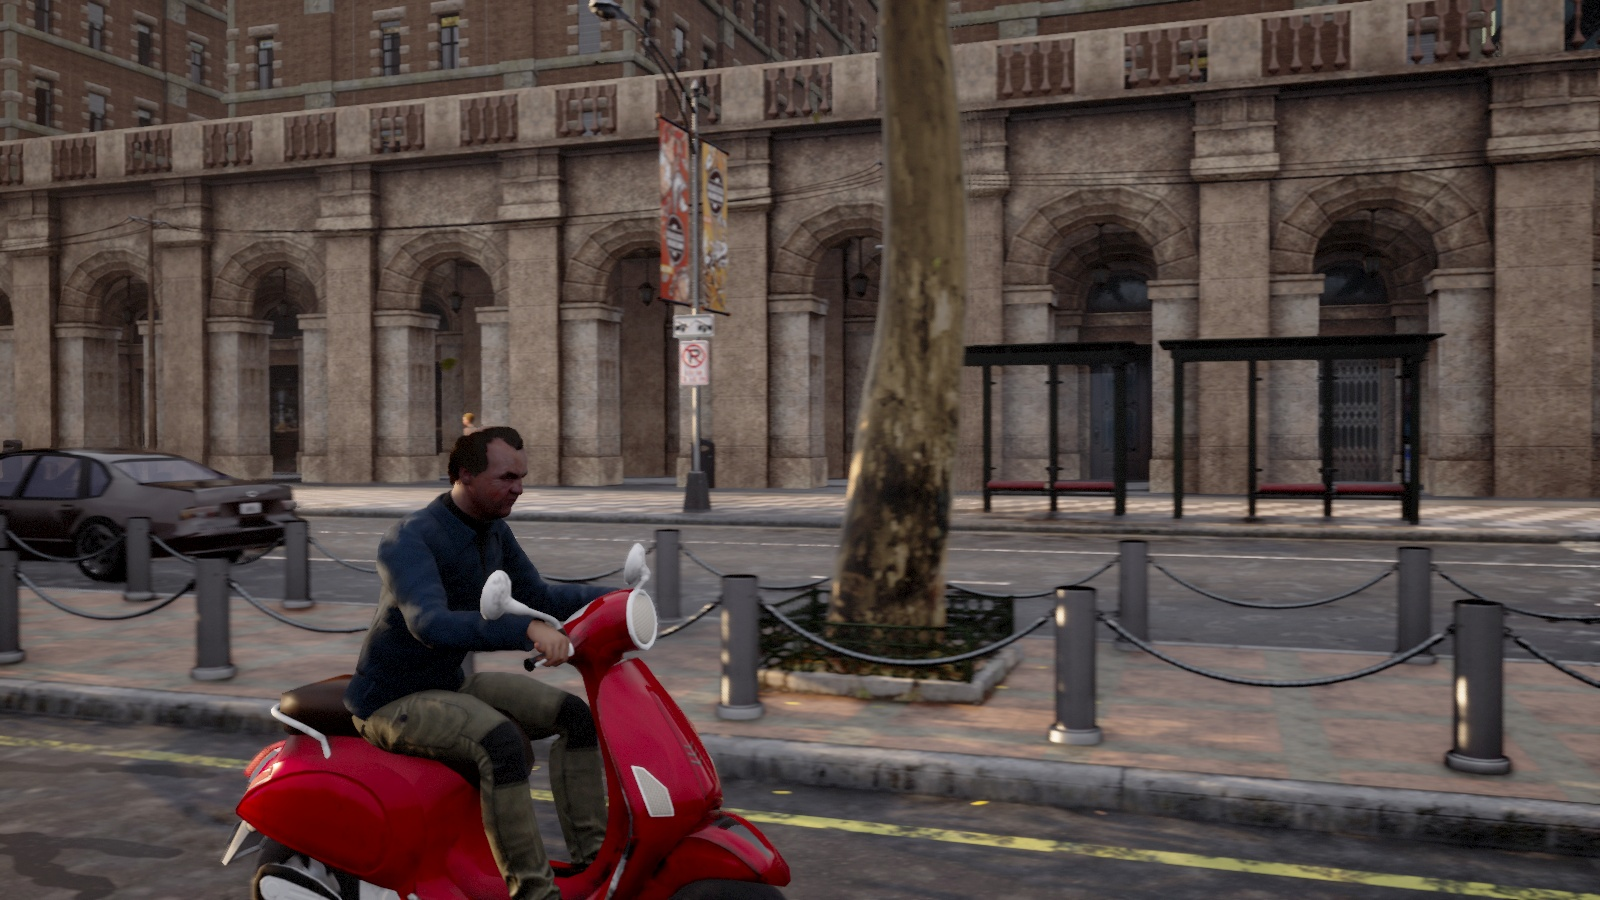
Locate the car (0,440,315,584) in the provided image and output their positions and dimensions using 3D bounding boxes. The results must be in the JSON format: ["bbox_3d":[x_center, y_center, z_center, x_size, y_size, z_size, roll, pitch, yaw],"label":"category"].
[{"bbox_3d":[-8.500,0.610,14.490,5.357,1.411,2.033,1,1,19],"label":"car"}]

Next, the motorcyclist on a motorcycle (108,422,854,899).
[{"bbox_3d":[-0.849,0.721,3.481,1.817,1.590,0.866,1,1,19],"label":"motorcyclist on a motorcycle"}]

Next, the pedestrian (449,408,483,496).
[{"bbox_3d":[-7.032,0.033,26.462,0.594,1.836,0.345,1,1,20],"label":"pedestrian"}]
